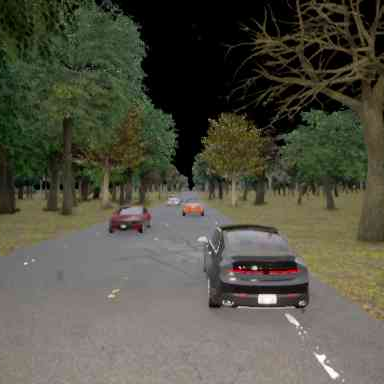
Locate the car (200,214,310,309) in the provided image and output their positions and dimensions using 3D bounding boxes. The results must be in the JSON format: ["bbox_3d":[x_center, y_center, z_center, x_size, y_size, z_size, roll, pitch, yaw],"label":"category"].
[{"bbox_3d":[1.240,1.513,7.880,1.837,1.490,4.892,0,0,0],"label":"car"}]

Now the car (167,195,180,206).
[{"bbox_3d":[-3.431,1.575,62.480,2.150,2.045,5.566,0,0,1],"label":"car"}]

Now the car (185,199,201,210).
[{"bbox_3d":[0.127,1.732,46.965,2.128,1.511,4.902,0,0,1],"label":"car"}]

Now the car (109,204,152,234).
[{"bbox_3d":[-3.561,1.524,19.812,1.882,1.535,5.008,0,0,0],"label":"car"}]

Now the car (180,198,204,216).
[{"bbox_3d":[0.138,1.494,34.719,2.097,1.767,4.553,0,0,0],"label":"car"}]

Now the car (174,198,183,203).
[{"bbox_3d":[-3.341,2.078,81.970,1.895,1.301,4.718,0,0,0],"label":"car"}]
